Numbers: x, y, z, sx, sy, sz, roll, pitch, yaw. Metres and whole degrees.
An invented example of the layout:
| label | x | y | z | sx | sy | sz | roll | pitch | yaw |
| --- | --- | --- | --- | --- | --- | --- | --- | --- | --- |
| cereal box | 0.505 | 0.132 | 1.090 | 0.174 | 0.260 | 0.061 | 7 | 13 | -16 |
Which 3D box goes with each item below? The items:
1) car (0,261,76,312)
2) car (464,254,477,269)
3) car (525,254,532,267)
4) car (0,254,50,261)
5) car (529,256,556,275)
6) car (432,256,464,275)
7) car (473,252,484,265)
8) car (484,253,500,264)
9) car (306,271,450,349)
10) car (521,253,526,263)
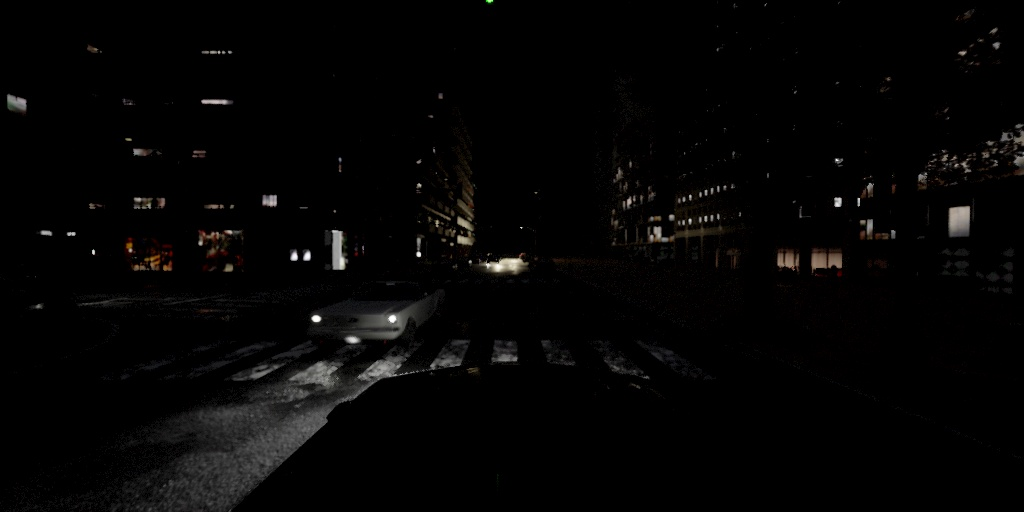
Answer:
| label | x | y | z | sx | sy | sz | roll | pitch | yaw |
| --- | --- | --- | --- | --- | --- | --- | --- | --- | --- |
| car | -16.418 | 0.946 | 11.167 | 4.403 | 1.370 | 2.007 | 0 | 0 | 0 |
| car | -5.619 | 0.707 | 41.629 | 2.007 | 1.370 | 4.403 | 0 | 0 | 0 |
| car | 2.762 | 0.682 | 41.784 | 1.751 | 1.417 | 4.829 | 0 | 0 | 0 |
| car | -21.206 | 0.784 | 13.703 | 4.902 | 1.511 | 2.128 | 1 | 1 | 0 |
| car | 2.742 | 0.862 | 30.550 | 1.888 | 1.381 | 4.507 | 0 | 0 | 0 |
| car | -5.638 | 0.867 | 30.565 | 2.007 | 1.370 | 4.403 | 0 | 0 | 0 |
| car | -5.599 | 0.439 | 52.693 | 1.967 | 1.591 | 4.097 | 0 | 0 | 0 |
| car | -2.905 | 0.426 | 55.625 | 1.837 | 1.490 | 4.892 | 0 | 1 | 0 |
| car | -2.987 | 1.240 | 8.947 | 1.895 | 1.301 | 4.718 | 0 | 1 | 0 |
| car | 2.791 | 0.502 | 58.210 | 1.802 | 1.307 | 4.207 | 0 | 0 | 0 |
